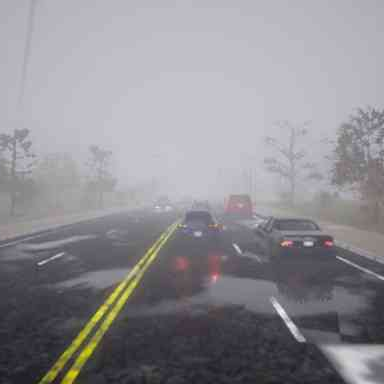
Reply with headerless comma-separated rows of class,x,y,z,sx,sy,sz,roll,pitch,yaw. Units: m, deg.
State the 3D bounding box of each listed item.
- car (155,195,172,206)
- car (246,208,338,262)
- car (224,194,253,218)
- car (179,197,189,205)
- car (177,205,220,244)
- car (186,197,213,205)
car,-4.417,1.317,52.108,2.097,1.767,4.553,0,0,5
car,3.458,1.545,12.147,2.033,1.411,5.357,0,0,2
car,4.083,1.205,29.647,2.150,2.045,5.566,0,0,3
car,-0.900,1.502,55.131,2.033,1.411,5.357,0,0,5
car,0.322,1.523,15.583,1.812,1.442,4.674,0,-1,2
car,0.901,1.476,30.955,2.128,1.511,4.902,0,0,3
